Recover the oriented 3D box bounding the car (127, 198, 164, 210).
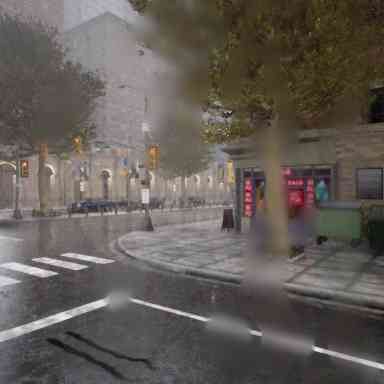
[{"bbox_3d":[-5.639,1.505,42.739,1.837,1.490,4.892,0,0,36],"label":"car"}]

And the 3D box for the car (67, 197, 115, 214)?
[{"bbox_3d":[-10.931,1.352,35.423,2.097,1.767,4.553,0,0,36],"label":"car"}]

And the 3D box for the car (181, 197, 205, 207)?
[{"bbox_3d":[0.183,1.505,50.778,1.837,1.490,4.892,0,0,36],"label":"car"}]

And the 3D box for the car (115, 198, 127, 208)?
[{"bbox_3d":[-10.121,1.595,47.893,1.895,1.301,4.718,0,0,36],"label":"car"}]
